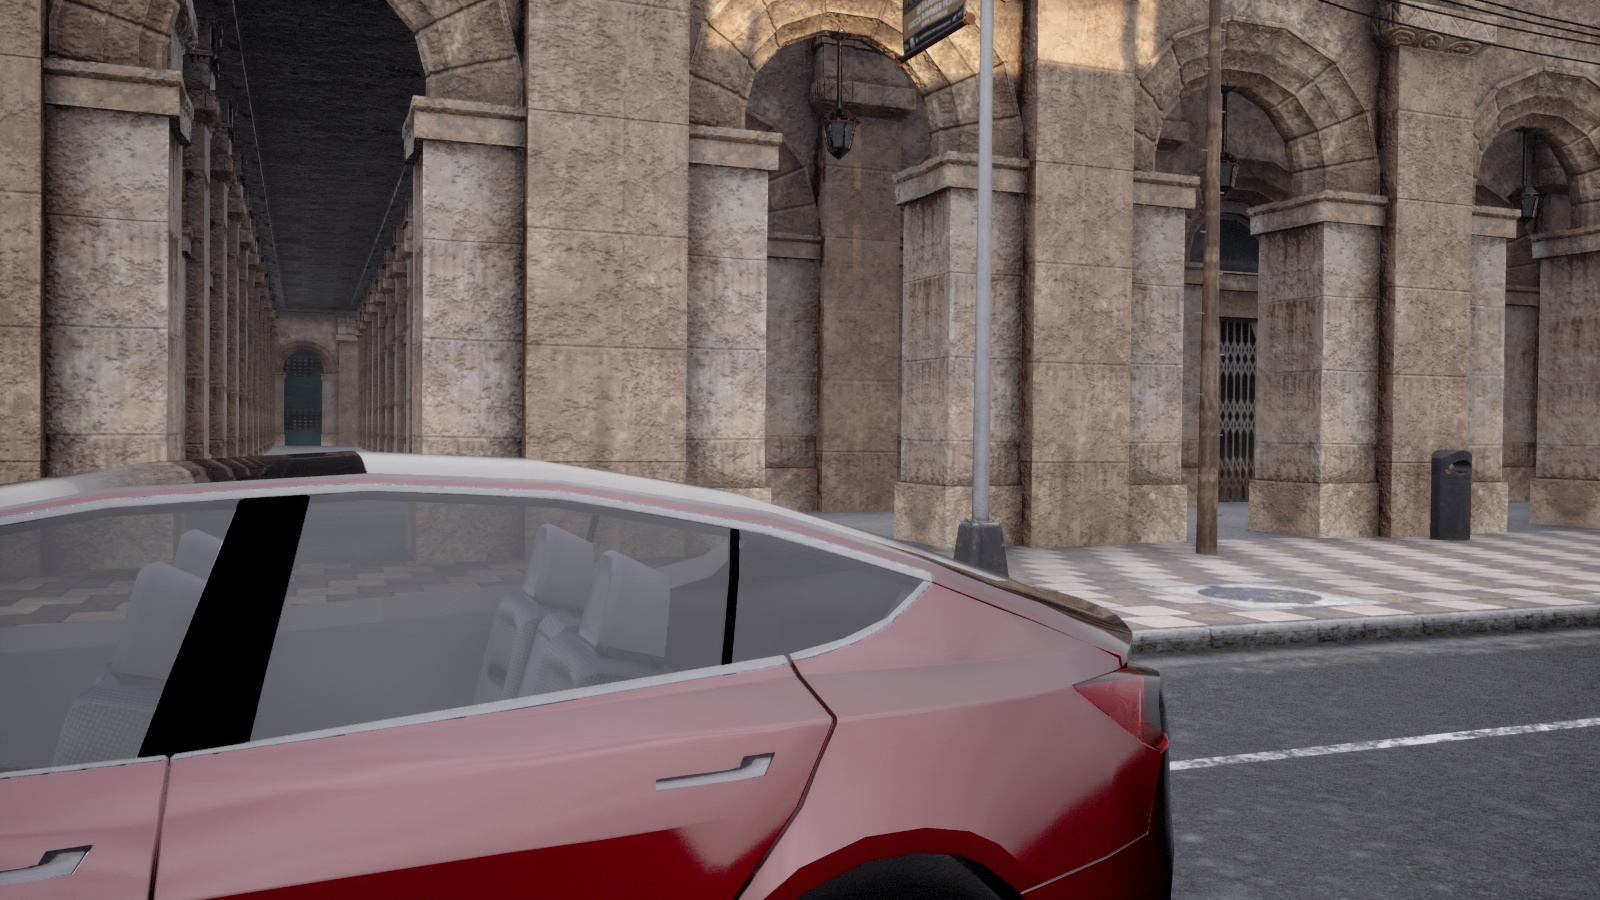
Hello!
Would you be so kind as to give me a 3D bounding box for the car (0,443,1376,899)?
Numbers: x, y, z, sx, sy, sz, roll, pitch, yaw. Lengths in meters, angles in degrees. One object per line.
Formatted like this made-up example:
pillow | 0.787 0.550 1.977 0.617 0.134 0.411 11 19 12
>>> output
car | -1.450 0.769 2.707 4.792 1.488 2.163 -1 1 -21
